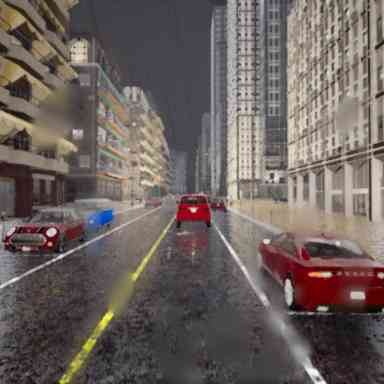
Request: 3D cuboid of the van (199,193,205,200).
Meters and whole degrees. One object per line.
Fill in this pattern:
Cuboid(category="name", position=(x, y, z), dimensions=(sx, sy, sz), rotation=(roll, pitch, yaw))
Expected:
Cuboid(category="van", position=(2.715, 1.218, 91.201), dimensions=(1.690, 1.788, 3.998), rotation=(1, 0, 0))

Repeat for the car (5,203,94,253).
Cuboid(category="car", position=(-5.672, 1.408, 13.406), dimensions=(1.967, 1.590, 4.097), rotation=(1, 0, 0))

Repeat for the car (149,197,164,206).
Cuboid(category="car", position=(-5.671, 1.463, 53.288), dimensions=(1.947, 1.339, 4.313), rotation=(1, 0, 0))

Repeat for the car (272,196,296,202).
Cuboid(category="car", position=(17.929, 1.477, 64.840), dimensions=(4.403, 1.369, 2.008), rotation=(0, -1, 0))

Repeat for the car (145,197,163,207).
Cuboid(category="car", position=(-5.672, 1.486, 47.591), dimensions=(1.802, 1.307, 4.206), rotation=(1, 0, 0))

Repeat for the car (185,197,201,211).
Cuboid(category="car", position=(0.104, 1.418, 41.296), dimensions=(1.837, 1.490, 4.892), rotation=(0, 1, 0))

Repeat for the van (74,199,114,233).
Cuboid(category="van", position=(-5.670, 1.296, 19.105), dimensions=(1.690, 1.788, 3.998), rotation=(1, 0, 0))

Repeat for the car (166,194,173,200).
Cuboid(category="car", position=(-5.667, 1.317, 85.680), dimensions=(1.967, 1.590, 4.097), rotation=(1, 0, 0))

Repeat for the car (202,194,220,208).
Cuboid(category="car", position=(2.680, 1.219, 47.477), dimensions=(2.192, 1.841, 5.009), rotation=(1, 0, 0))

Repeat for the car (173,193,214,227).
Cuboid(category="car", position=(0.101, 1.172, 22.329), dimensions=(2.150, 2.045, 5.566), rotation=(0, 0, 0))

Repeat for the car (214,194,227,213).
Cuboid(category="car", position=(2.677, 1.361, 36.079), dimensions=(1.967, 1.590, 4.097), rotation=(1, 0, 0))

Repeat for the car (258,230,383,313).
Cuboid(category="car", position=(2.672, 1.526, 7.588), dimensions=(1.887, 1.381, 4.507), rotation=(1, 0, 0))
